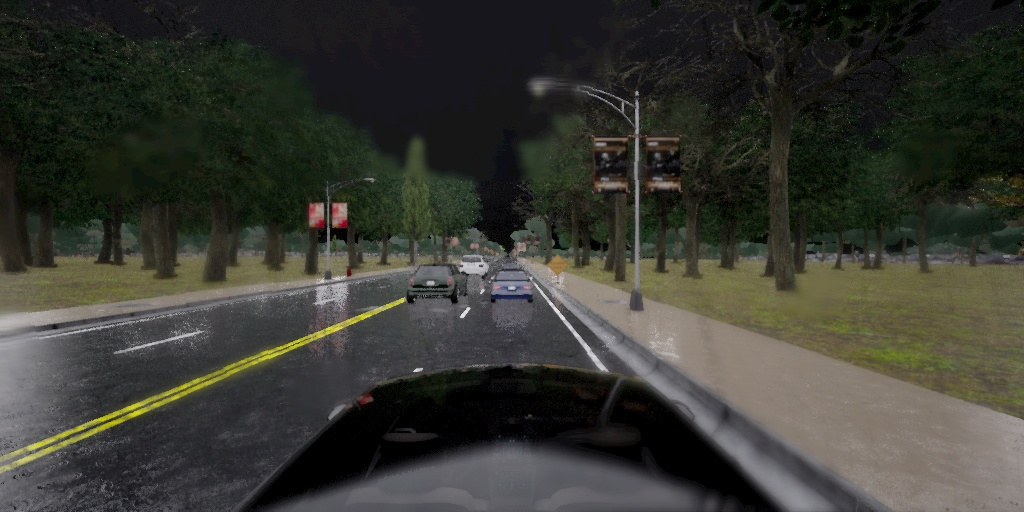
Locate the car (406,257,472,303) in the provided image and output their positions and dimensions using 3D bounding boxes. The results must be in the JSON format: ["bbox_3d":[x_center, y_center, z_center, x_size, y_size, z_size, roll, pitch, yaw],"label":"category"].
[{"bbox_3d":[-3.260,1.096,16.477,2.097,1.767,4.553,0,0,0],"label":"car"}]

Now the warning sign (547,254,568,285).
[{"bbox_3d":[2.830,0.833,22.125,1.300,1.860,1.060,0,0,0],"label":"warning sign"}]

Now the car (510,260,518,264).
[{"bbox_3d":[-0.045,1.309,31.549,1.895,1.301,4.718,0,0,0],"label":"car"}]

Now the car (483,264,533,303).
[{"bbox_3d":[-0.011,1.293,16.512,2.033,1.411,5.357,0,0,0],"label":"car"}]

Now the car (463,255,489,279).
[{"bbox_3d":[-3.295,0.950,31.539,2.150,2.045,5.566,0,0,0],"label":"car"}]
